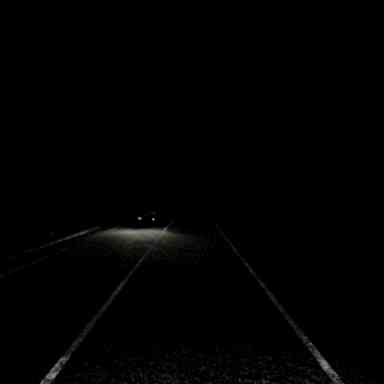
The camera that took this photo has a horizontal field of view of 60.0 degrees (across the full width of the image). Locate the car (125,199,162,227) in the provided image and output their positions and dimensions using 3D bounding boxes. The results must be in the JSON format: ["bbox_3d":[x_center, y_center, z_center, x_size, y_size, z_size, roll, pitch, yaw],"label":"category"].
[{"bbox_3d":[-3.571,1.514,25.535,2.150,2.045,5.566,0,-1,0],"label":"car"}]

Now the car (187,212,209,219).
[{"bbox_3d":[1.587,6.404,87.492,5.566,2.045,2.150,-1,-5,16],"label":"car"}]
